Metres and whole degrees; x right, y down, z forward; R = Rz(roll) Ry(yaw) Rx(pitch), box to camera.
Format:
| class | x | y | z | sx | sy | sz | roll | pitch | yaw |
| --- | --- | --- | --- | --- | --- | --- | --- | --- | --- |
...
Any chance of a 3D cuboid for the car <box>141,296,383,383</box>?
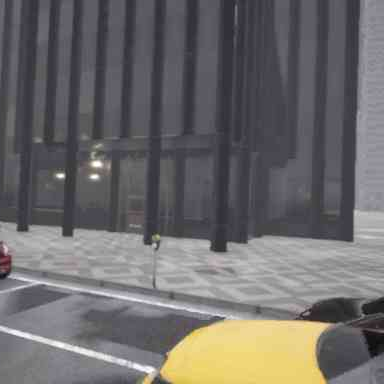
| class | x | y | z | sx | sy | sz | roll | pitch | yaw |
| --- | --- | --- | --- | --- | --- | --- | --- | --- | --- |
| car | 2.183 | 1.619 | 2.546 | 5.366 | 1.575 | 1.801 | 1 | -2 | 24 |

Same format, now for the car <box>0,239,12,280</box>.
| class | x | y | z | sx | sy | sz | roll | pitch | yaw |
| --- | --- | --- | --- | --- | --- | --- | --- | --- | --- |
| car | -6.738 | 1.450 | 8.607 | 4.097 | 1.590 | 1.967 | 1 | -1 | 24 |

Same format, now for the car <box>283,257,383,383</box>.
| class | x | y | z | sx | sy | sz | roll | pitch | yaw |
| --- | --- | --- | --- | --- | --- | --- | --- | --- | --- |
| car | 3.477 | 1.815 | 4.018 | 4.313 | 1.339 | 1.947 | 1 | -1 | 24 |
